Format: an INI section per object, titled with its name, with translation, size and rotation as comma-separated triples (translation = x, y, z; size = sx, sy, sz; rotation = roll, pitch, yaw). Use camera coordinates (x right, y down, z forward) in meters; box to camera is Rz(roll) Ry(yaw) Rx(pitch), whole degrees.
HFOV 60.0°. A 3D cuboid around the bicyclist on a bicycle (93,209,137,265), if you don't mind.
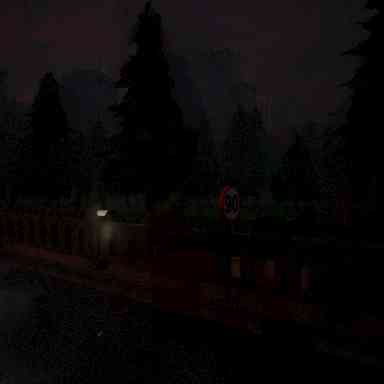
[bicyclist on a bicycle]
translation = -2.192, 1.339, 9.703
size = 0.582, 1.620, 1.656
rotation = -3, -5, 35
